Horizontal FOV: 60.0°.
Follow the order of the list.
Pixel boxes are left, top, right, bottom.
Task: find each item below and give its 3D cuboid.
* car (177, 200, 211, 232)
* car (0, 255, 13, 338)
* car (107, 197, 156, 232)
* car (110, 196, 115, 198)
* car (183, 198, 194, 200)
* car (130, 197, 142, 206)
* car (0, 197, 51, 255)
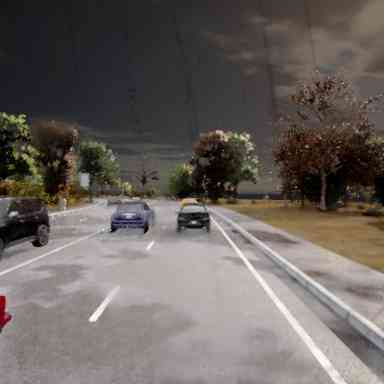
[{"bbox_3d":[0.084,1.481,20.331,1.882,1.535,5.008,0,0,0],"label":"car"},{"bbox_3d":[-3.399,1.602,2.437,1.895,1.301,4.718,0,0,0],"label":"car"},{"bbox_3d":[-3.416,1.356,20.063,2.097,1.767,4.553,0,0,0],"label":"car"},{"bbox_3d":[-12.601,1.508,53.820,1.837,1.490,4.892,0,0,-8],"label":"car"},{"bbox_3d":[-0.409,1.487,38.723,1.882,1.535,5.008,0,0,-3],"label":"car"},{"bbox_3d":[-9.166,1.533,54.604,1.812,1.442,4.674,0,0,-8],"label":"car"},{"bbox_3d":[-7.100,1.224,12.012,2.150,2.045,5.566,0,0,0],"label":"car"}]
